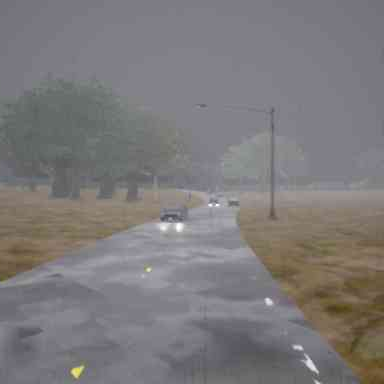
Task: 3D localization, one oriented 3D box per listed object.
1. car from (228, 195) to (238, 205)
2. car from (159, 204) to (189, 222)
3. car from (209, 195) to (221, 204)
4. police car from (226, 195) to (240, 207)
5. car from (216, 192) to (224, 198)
[{"bbox_3d":[8.359,1.649,68.261,1.801,1.575,5.366,-2,2,5],"label":"car"},{"bbox_3d":[-1.375,1.715,28.448,2.033,1.411,5.357,0,0,7],"label":"car"},{"bbox_3d":[4.548,1.777,69.309,1.895,1.301,4.718,0,1,5],"label":"car"},{"bbox_3d":[7.301,1.741,58.132,1.930,1.638,5.238,0,0,8],"label":"police car"},{"bbox_3d":[7.945,0.860,93.369,1.812,1.442,4.674,0,2,-4],"label":"car"}]
